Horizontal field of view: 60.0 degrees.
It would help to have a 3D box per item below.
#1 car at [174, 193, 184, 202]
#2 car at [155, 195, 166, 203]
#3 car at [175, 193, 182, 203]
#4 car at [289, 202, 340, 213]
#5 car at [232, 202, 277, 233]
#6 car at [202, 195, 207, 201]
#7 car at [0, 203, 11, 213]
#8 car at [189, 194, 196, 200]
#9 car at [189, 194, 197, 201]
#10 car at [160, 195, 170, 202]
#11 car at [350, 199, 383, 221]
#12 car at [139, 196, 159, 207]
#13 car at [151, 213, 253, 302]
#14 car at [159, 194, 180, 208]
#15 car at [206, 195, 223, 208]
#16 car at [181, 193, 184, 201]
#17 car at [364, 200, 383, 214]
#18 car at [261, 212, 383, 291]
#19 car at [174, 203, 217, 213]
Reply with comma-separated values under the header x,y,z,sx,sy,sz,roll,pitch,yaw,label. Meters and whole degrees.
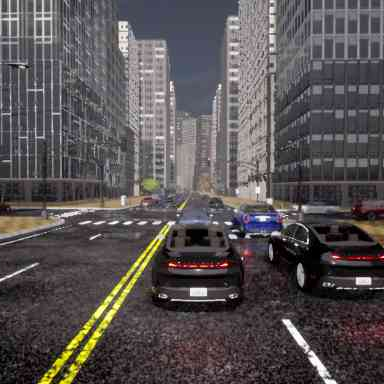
x,y,z,sx,sy,sz,roll,pitch,yaw,label
-3.048,1.154,77.882,2.150,2.045,5.566,0,0,0,car
-6.342,1.420,67.651,1.882,1.535,5.008,0,0,0,car
-3.184,1.460,57.609,1.837,1.490,4.892,0,0,0,car
12.576,1.677,34.482,4.718,1.301,1.895,1,1,3,car
3.395,1.342,18.029,2.097,1.767,4.553,0,0,0,car
3.467,1.397,83.079,1.882,1.535,5.008,0,0,0,car
-20.031,1.315,31.790,5.008,1.535,1.882,1,1,1,car
0.235,1.387,90.175,1.882,1.535,5.008,0,0,0,car
0.209,1.450,80.180,1.812,1.442,4.674,0,0,0,car
-6.298,1.453,77.922,1.812,1.442,4.674,0,0,0,car
16.275,1.519,28.507,5.009,1.841,2.192,1,0,1,car
-6.460,1.491,49.043,1.812,1.442,4.674,0,0,2,car
0.119,1.501,8.239,1.837,1.490,4.892,0,0,0,car
-3.215,1.471,48.270,1.837,1.490,4.892,0,0,0,car
3.428,1.471,48.017,1.837,1.490,4.892,0,0,0,car
-3.098,1.469,67.430,1.812,1.442,4.674,0,0,1,car
21.905,1.643,36.779,4.829,1.417,1.752,1,0,1,car
3.373,1.500,8.946,1.837,1.490,4.892,0,0,0,car
0.146,1.538,17.794,2.033,1.411,5.357,0,0,0,car
